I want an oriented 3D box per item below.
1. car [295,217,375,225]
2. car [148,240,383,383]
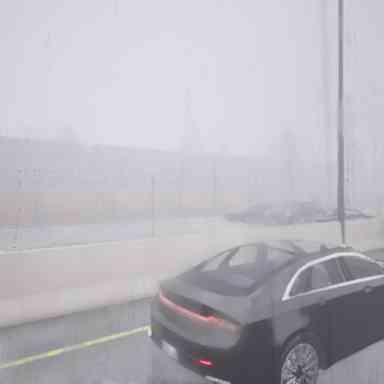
[{"bbox_3d":[7.998,1.575,18.291,4.718,1.301,1.895,0,0,-35],"label":"car"},{"bbox_3d":[1.737,1.485,4.995,4.902,1.511,2.128,0,0,-35],"label":"car"}]
